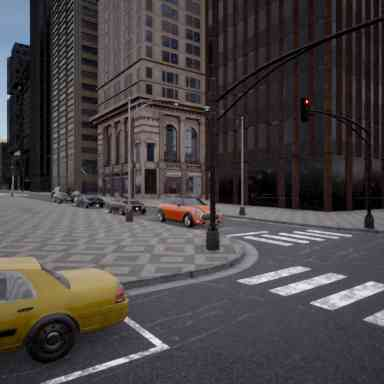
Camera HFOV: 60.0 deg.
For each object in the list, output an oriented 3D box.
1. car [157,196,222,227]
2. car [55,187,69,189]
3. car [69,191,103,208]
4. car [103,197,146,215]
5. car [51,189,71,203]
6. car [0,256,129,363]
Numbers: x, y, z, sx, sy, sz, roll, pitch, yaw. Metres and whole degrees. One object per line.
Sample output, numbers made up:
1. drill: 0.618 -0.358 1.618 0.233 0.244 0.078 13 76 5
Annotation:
1. car: -0.218 1.049 20.093 2.097 1.767 4.553 0 1 -36
2. car: -21.924 0.132 55.759 2.150 2.045 5.566 0 1 -36
3. car: -10.834 0.892 34.937 2.033 1.411 5.357 0 1 -35
4. car: -5.412 1.087 27.353 1.994 1.385 4.181 0 1 -36
5. car: -16.670 0.661 43.144 1.837 1.490 4.892 0 1 -36
6. car: -3.261 1.525 4.323 4.829 1.417 1.752 0 0 -35
